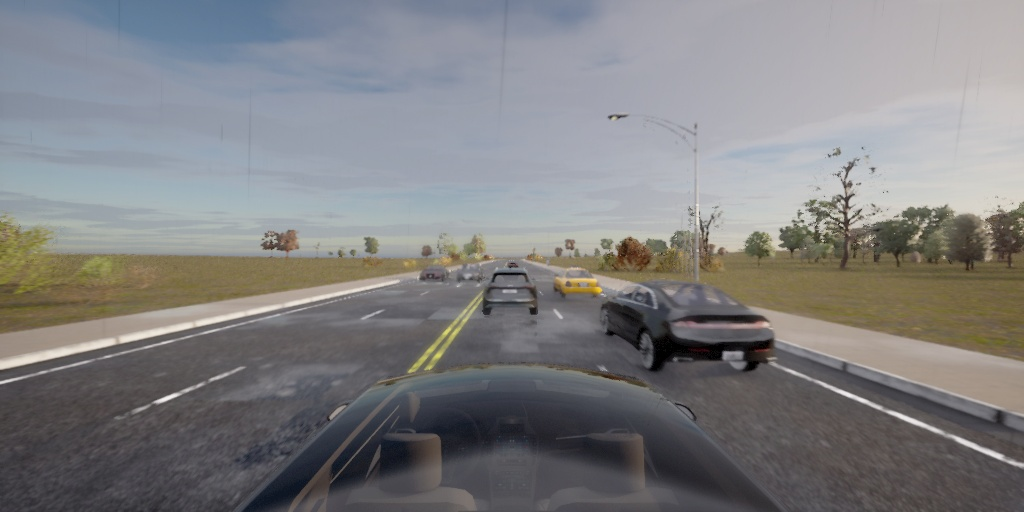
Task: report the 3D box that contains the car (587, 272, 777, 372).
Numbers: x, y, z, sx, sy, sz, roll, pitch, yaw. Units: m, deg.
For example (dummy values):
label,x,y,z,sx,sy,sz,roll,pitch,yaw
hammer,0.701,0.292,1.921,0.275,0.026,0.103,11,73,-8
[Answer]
label,x,y,z,sx,sy,sz,roll,pitch,yaw
car,3.251,1.270,7.702,2.128,1.511,4.902,0,0,0

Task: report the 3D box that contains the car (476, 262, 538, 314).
label,x,y,z,sx,sy,sz,roll,pitch,yaw
car,-0.049,1.239,14.110,2.033,1.649,4.856,0,0,0

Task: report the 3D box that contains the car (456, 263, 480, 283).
label,x,y,z,sx,sy,sz,roll,pitch,yaw
car,-3.331,1.365,29.247,2.128,1.511,4.902,0,0,0

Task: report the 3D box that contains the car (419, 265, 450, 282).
label,x,y,z,sx,sy,sz,roll,pitch,yaw
car,-6.574,1.444,30.920,1.994,1.385,4.181,0,0,0

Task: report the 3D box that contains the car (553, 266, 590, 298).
label,x,y,z,sx,sy,sz,roll,pitch,yaw
car,3.253,1.285,18.892,1.801,1.575,5.366,0,0,0
